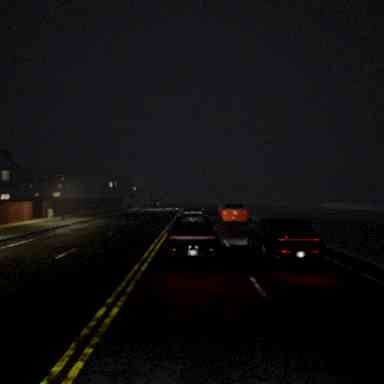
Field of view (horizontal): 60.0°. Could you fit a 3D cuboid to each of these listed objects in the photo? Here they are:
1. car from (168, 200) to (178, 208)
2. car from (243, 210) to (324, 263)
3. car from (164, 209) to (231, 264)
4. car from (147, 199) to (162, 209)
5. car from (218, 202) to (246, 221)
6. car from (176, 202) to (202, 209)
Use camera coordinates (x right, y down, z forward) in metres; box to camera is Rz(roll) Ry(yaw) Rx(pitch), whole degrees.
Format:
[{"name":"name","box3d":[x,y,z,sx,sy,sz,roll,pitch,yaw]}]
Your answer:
[{"name":"car","box3d":[-3.266,2.196,60.233,2.033,1.411,5.357,0,-1,0]},{"name":"car","box3d":[3.293,1.633,12.432,1.837,1.490,4.892,0,0,0]},{"name":"car","box3d":[0.043,1.618,12.351,2.128,1.511,4.902,0,-1,1]},{"name":"car","box3d":[-6.536,1.978,58.386,2.097,1.767,4.553,0,-1,1]},{"name":"car","box3d":[3.292,1.634,27.265,2.097,1.767,4.553,0,-1,1]},{"name":"car","box3d":[0.043,1.775,27.347,2.128,1.511,4.902,0,-1,1]}]
